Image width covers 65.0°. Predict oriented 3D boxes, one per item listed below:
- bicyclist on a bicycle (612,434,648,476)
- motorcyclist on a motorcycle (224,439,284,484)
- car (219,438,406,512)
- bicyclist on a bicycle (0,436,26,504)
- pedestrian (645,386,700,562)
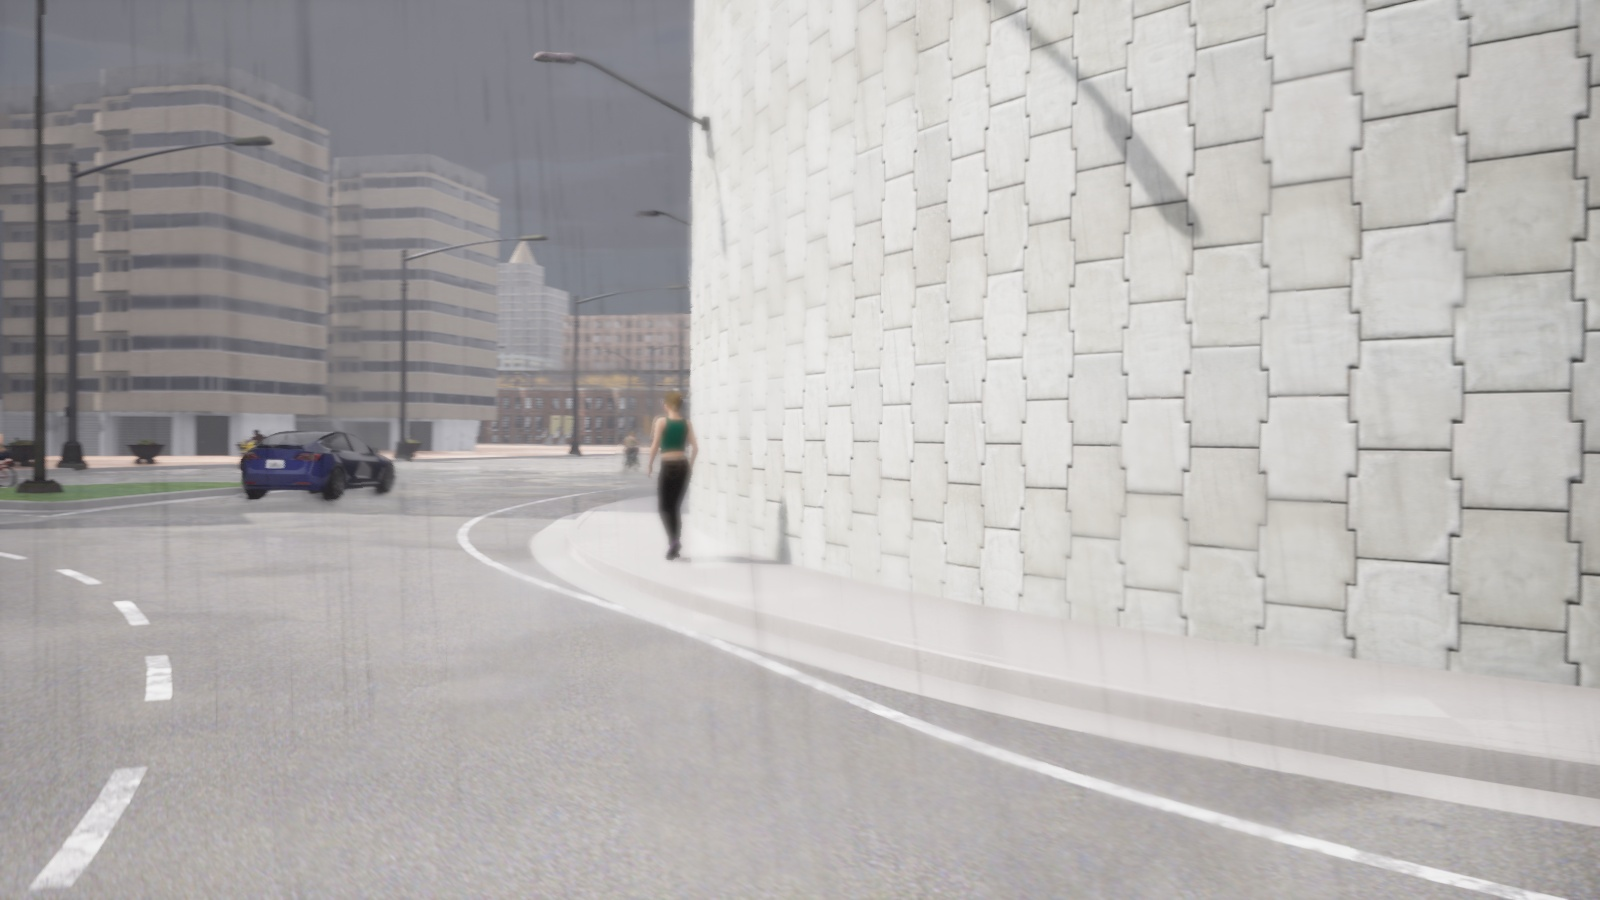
[{"bbox_3d":[-6.622,0.174,49.015,0.866,1.612,1.509,0,1,14],"label":"bicyclist on a bicycle"},{"bbox_3d":[-18.856,0.372,43.407,0.797,1.523,2.044,0,1,14],"label":"motorcyclist on a motorcycle"},{"bbox_3d":[-10.767,0.499,28.181,2.163,1.488,4.792,0,1,2],"label":"car"},{"bbox_3d":[-19.405,0.481,29.820,0.866,1.612,1.509,0,1,21],"label":"bicyclist on a bicycle"},{"bbox_3d":[-1.369,0.248,13.466,0.345,1.836,0.594,-1,1,-32],"label":"pedestrian"}]
